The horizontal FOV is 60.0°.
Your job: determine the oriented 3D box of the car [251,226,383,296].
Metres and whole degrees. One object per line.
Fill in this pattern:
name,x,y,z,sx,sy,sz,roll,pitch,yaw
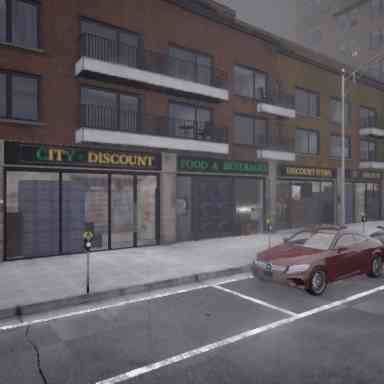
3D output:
car,3.394,1.582,8.598,4.206,1.307,1.802,0,0,-35
